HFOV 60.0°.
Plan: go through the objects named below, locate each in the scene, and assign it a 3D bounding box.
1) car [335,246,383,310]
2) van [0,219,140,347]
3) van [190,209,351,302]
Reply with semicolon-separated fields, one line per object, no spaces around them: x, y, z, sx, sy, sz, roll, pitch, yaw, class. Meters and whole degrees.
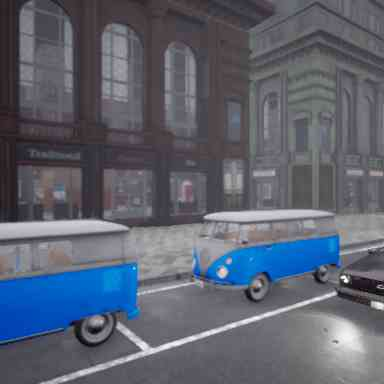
5.355;1.544;7.198;5.357;1.411;2.033;0;0;-36;car
-2.726;1.341;4.707;3.998;1.788;1.690;0;0;-35;van
1.863;1.339;7.980;3.998;1.788;1.690;0;0;-35;van
